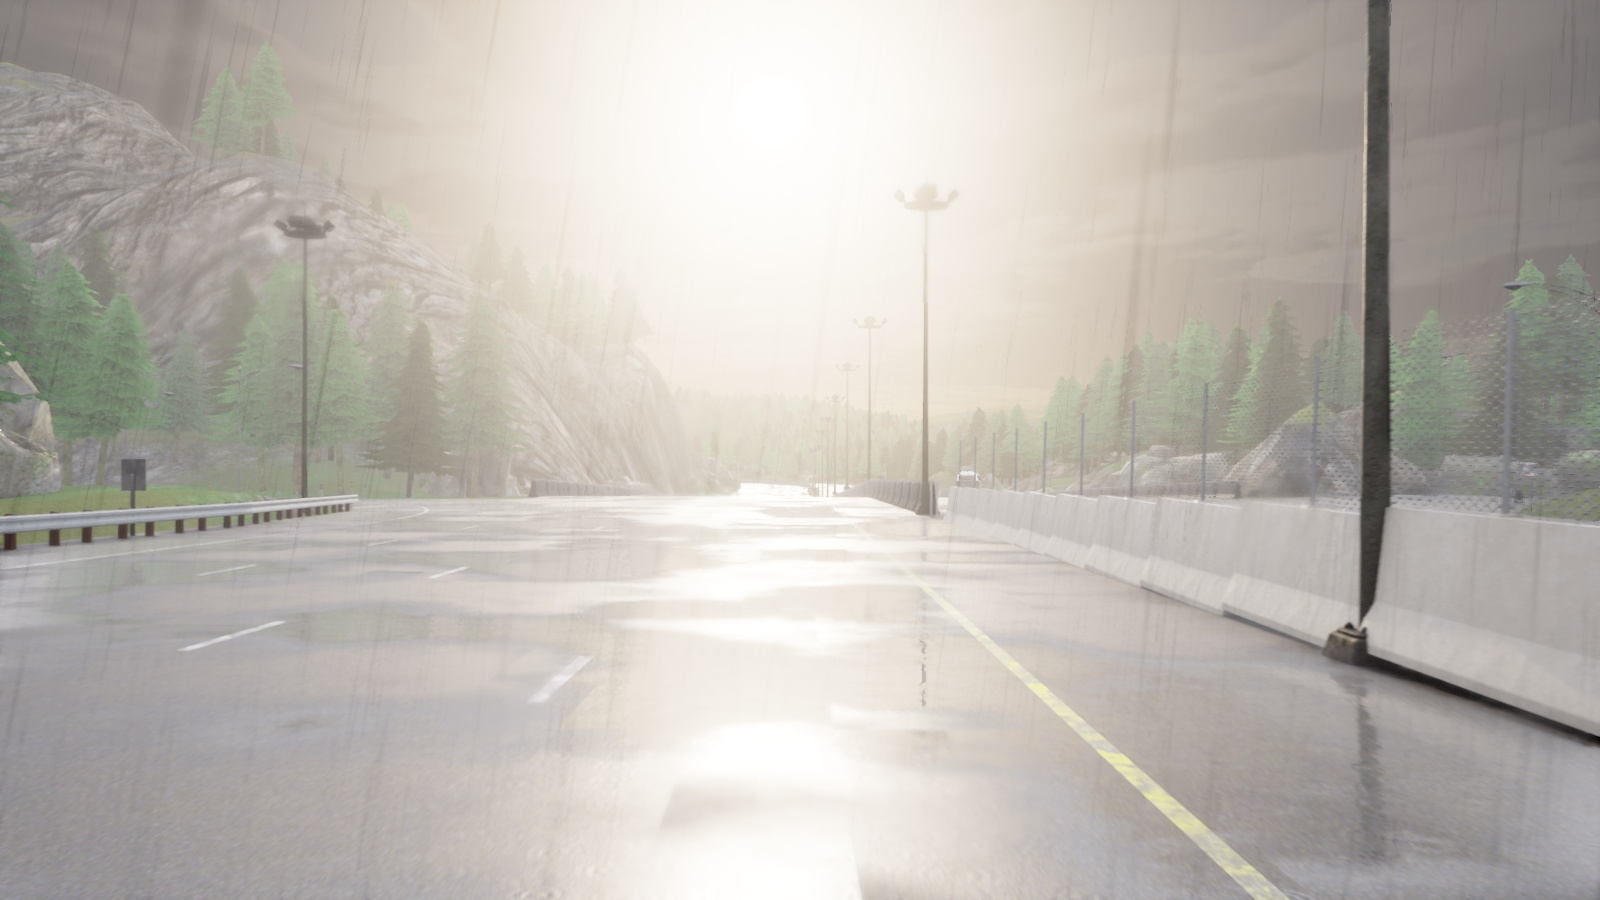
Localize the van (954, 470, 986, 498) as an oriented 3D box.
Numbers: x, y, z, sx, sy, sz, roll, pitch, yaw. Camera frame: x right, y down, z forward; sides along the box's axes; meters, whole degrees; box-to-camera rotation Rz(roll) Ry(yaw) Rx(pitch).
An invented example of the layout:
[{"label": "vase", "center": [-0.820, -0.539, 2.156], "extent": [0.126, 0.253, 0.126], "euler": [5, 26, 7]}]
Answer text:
[{"label": "van", "center": [13.053, 2.620, 96.391], "extent": [2.069, 2.038, 4.480], "euler": [-1, -3, 12]}]
